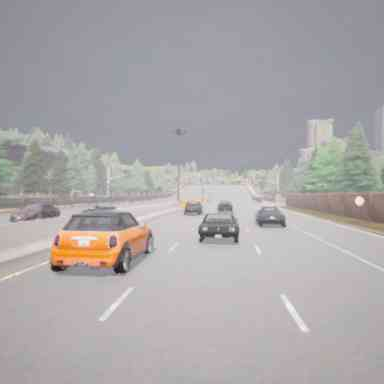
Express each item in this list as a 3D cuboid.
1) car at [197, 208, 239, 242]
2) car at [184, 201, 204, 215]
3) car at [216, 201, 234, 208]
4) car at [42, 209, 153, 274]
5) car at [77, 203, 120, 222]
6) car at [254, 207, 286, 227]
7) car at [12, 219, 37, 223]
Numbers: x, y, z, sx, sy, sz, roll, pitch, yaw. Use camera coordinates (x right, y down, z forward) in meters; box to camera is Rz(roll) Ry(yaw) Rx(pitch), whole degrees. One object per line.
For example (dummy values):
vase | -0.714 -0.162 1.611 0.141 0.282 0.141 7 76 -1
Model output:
car | 1.437 1.735 17.227 1.895 1.301 4.718 1 0 6
car | 0.238 1.754 38.032 2.128 1.511 4.902 1 0 6
car | 4.067 1.828 40.792 1.837 1.490 4.892 1 0 6
car | -2.701 1.398 11.019 2.097 1.767 4.553 1 0 5
car | -8.013 1.712 28.972 1.895 1.301 4.718 1 0 6
car | 5.867 1.801 25.345 1.994 1.385 4.181 1 0 6
car | -11.904 1.572 25.649 1.812 1.442 4.674 1 0 6
